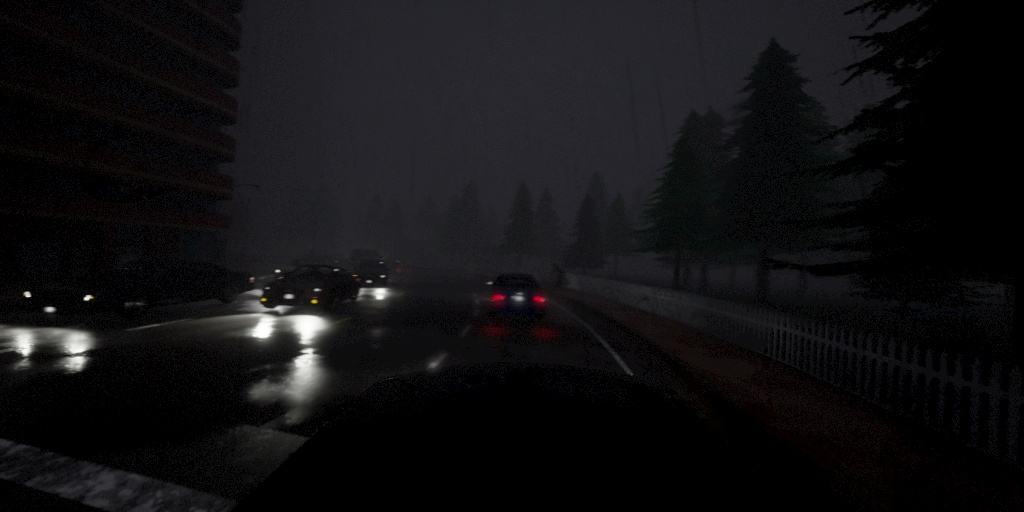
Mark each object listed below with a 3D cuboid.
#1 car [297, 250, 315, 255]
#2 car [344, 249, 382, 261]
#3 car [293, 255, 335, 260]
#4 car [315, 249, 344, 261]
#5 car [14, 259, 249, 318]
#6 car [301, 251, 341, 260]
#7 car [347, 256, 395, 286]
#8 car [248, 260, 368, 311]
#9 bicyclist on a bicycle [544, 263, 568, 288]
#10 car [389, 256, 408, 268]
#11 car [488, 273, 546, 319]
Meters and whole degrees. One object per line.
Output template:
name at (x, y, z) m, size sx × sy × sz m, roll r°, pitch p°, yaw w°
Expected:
car at (-27.021, -0.084, 48.599) m, size 4.553 × 1.767 × 2.097 m, roll 3°, pitch 0°, yaw 23°
car at (-12.659, 0.441, 30.950) m, size 2.150 × 2.045 × 5.566 m, roll 3°, pitch 0°, yaw -33°
car at (-11.580, 0.833, 20.086) m, size 1.895 × 1.301 × 4.718 m, roll 3°, pitch 0°, yaw -17°
car at (-19.275, 0.395, 38.932) m, size 5.008 × 1.535 × 1.882 m, roll 3°, pitch 0°, yaw 43°
car at (-10.201, 0.813, 10.598) m, size 2.033 × 1.411 × 5.357 m, roll 3°, pitch 0°, yaw 1°
car at (-15.987, 0.595, 29.790) m, size 2.033 × 1.411 × 5.357 m, roll 3°, pitch 0°, yaw -34°
car at (-8.403, 0.946, 21.698) m, size 2.033 × 1.411 × 5.357 m, roll 3°, pitch 0°, yaw -17°
car at (-6.819, 1.008, 12.592) m, size 1.994 × 1.385 × 4.181 m, roll 3°, pitch 0°, yaw -7°
bicyclist on a bicycle at (2.850, 1.272, 22.990) m, size 1.656 × 1.620 × 0.582 m, roll 3°, pitch 0°, yaw -15°
car at (-14.507, 0.703, 44.105) m, size 4.674 × 1.442 × 1.812 m, roll 3°, pitch 0°, yaw 43°
car at (0.095, 1.342, 13.250) m, size 2.033 × 1.411 × 5.357 m, roll 3°, pitch 0°, yaw -3°
